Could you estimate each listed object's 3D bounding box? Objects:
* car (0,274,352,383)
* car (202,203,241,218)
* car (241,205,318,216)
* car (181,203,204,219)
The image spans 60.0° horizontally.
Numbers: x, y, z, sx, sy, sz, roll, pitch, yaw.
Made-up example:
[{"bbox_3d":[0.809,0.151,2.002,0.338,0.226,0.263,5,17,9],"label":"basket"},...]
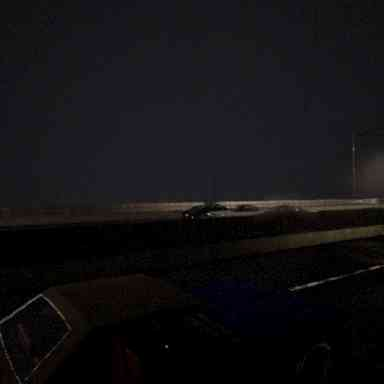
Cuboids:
[{"bbox_3d":[-0.391,1.598,3.457,4.718,1.301,1.895,0,0,-35],"label":"car"},{"bbox_3d":[3.325,1.592,23.440,4.718,1.301,1.895,0,0,-35],"label":"car"},{"bbox_3d":[5.919,1.539,20.982,5.357,1.411,2.033,0,0,-35],"label":"car"},{"bbox_3d":[1.239,1.554,26.247,4.181,1.385,1.994,0,0,-35],"label":"car"}]
